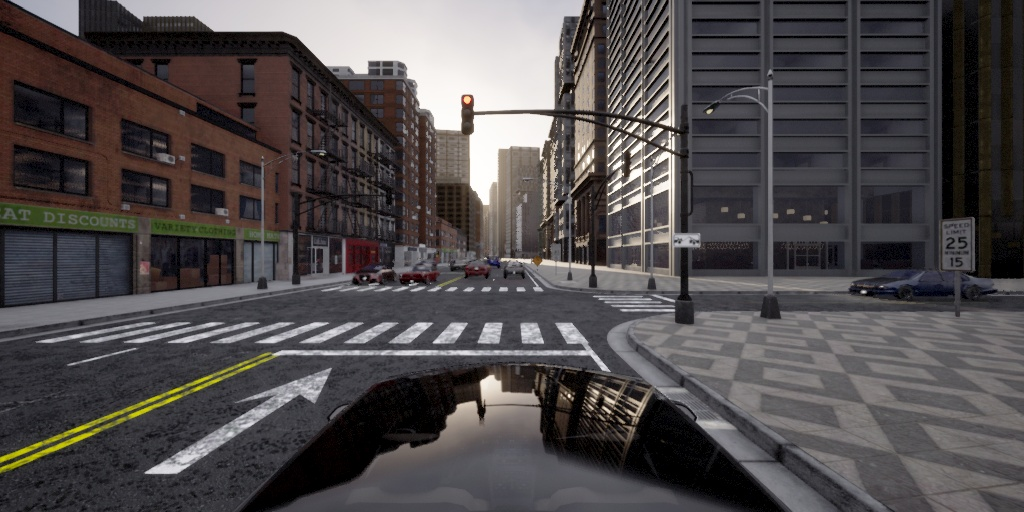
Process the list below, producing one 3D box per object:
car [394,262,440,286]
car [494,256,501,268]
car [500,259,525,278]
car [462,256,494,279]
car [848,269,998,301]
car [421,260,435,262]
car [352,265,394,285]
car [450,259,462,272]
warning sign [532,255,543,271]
[{"bbox_3d":[-6.522,1.347,25.590,1.895,1.301,4.718,0,0,0],"label":"car"},{"bbox_3d":[-3.018,0.940,58.037,2.150,2.045,5.566,0,0,1],"label":"car"},{"bbox_3d":[0.209,1.232,33.788,2.128,1.511,4.902,0,0,0],"label":"car"},{"bbox_3d":[-3.043,1.093,33.057,2.097,1.767,4.553,0,0,0],"label":"car"},{"bbox_3d":[19.323,1.314,16.961,5.357,1.411,2.033,0,0,0],"label":"car"},{"bbox_3d":[-9.715,1.225,40.807,2.128,1.511,4.902,0,0,0],"label":"car"},{"bbox_3d":[-9.769,1.310,25.753,1.994,1.385,4.181,0,0,0],"label":"car"},{"bbox_3d":[-6.451,1.235,44.491,1.837,1.490,4.892,0,0,0],"label":"car"},{"bbox_3d":[2.988,0.848,42.157,1.300,1.860,1.060,0,0,0],"label":"warning sign"}]
